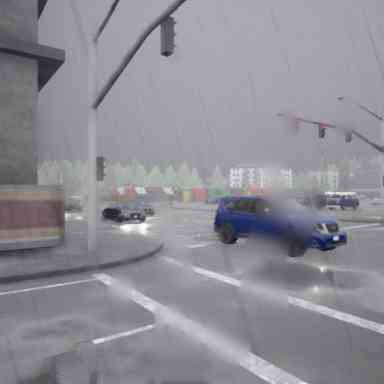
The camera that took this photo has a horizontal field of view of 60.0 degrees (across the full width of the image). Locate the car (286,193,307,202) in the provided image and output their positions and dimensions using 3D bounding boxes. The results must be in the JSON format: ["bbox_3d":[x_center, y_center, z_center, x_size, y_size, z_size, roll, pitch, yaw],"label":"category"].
[{"bbox_3d":[21.595,1.148,68.657,4.605,1.855,1.932,0,0,-35],"label":"car"}]

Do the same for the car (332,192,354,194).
[{"bbox_3d":[35.865,1.149,78.821,3.866,1.878,1.905,0,0,-35],"label":"car"}]

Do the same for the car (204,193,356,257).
[{"bbox_3d":[3.160,1.188,13.289,2.150,2.045,5.566,0,0,-36],"label":"car"}]

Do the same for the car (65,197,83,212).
[{"bbox_3d":[-13.550,1.296,36.386,2.097,1.767,4.553,0,0,-36],"label":"car"}]

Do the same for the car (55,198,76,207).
[{"bbox_3d":[-18.991,1.544,49.864,1.895,1.301,4.718,0,0,-35],"label":"car"}]

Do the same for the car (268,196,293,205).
[{"bbox_3d":[14.128,1.360,53.250,3.905,1.438,1.784,0,0,-35],"label":"car"}]

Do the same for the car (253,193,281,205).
[{"bbox_3d":[12.532,1.149,55.408,4.605,1.855,1.932,0,0,-35],"label":"car"}]

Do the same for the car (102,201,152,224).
[{"bbox_3d":[-5.027,1.507,24.392,1.994,1.385,4.181,0,0,-36],"label":"car"}]

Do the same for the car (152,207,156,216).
[{"bbox_3d":[-5.010,1.507,30.355,1.994,1.385,4.181,0,0,-36],"label":"car"}]

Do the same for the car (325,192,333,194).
[{"bbox_3d":[34.198,1.389,81.188,3.806,1.475,1.970,0,0,-35],"label":"car"}]

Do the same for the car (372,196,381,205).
[{"bbox_3d":[31.455,1.390,54.934,3.806,1.475,1.970,0,0,-35],"label":"car"}]

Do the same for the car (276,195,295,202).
[{"bbox_3d":[19.970,1.359,71.055,3.905,1.438,1.784,0,0,-35],"label":"car"}]

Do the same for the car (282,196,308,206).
[{"bbox_3d":[15.804,1.392,50.889,3.806,1.475,1.970,0,0,-35],"label":"car"}]
